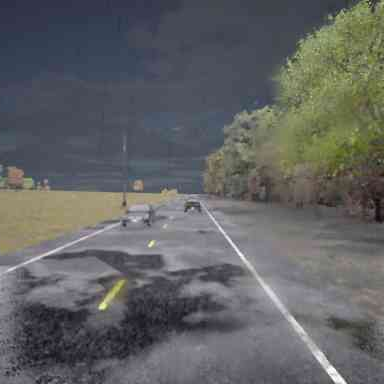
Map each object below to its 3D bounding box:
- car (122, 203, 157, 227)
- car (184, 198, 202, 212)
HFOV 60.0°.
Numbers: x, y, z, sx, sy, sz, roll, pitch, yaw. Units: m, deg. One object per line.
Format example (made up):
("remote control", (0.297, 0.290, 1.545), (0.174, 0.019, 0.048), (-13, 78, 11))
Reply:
("car", (-3.517, 1.529, 22.887), (1.812, 1.442, 4.674), (0, 0, 0))
("car", (0.085, 1.507, 39.293), (1.837, 1.490, 4.892), (0, 0, 0))
